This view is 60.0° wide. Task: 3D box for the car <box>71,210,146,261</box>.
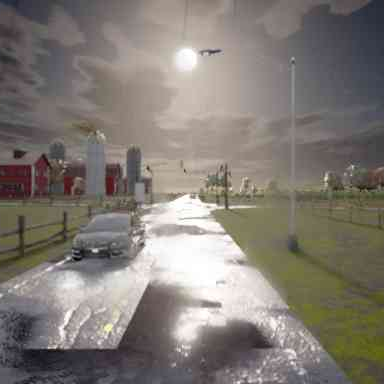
[{"bbox_3d":[-2.847,1.482,12.236,1.837,1.490,4.892,0,0,0],"label":"car"}]
